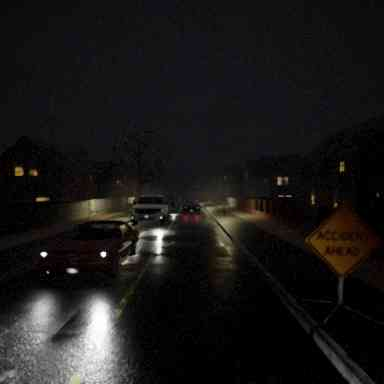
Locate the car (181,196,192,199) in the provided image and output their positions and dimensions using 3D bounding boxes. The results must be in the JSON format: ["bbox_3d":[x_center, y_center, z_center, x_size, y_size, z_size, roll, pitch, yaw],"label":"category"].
[{"bbox_3d":[-0.125,1.635,47.048,1.994,1.385,4.181,0,0,-1],"label":"car"}]

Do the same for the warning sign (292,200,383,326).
[{"bbox_3d":[2.539,1.108,5.637,1.300,1.860,1.060,2,2,0],"label":"warning sign"}]

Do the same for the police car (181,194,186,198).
[{"bbox_3d":[-0.848,1.691,75.982,1.930,1.638,5.238,0,-1,-5],"label":"police car"}]

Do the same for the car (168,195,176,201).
[{"bbox_3d":[-4.739,1.452,79.112,1.812,1.442,4.674,0,-1,-6],"label":"car"}]

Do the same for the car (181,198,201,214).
[{"bbox_3d":[-0.011,1.623,35.600,1.895,1.301,4.718,0,0,0],"label":"car"}]

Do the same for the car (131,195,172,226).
[{"bbox_3d":[-2.882,1.215,23.830,2.150,2.045,5.566,0,0,0],"label":"car"}]

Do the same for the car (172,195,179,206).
[{"bbox_3d":[-2.820,1.192,39.435,1.837,1.490,4.892,0,0,0],"label":"car"}]

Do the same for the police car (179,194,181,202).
[{"bbox_3d":[-1.888,1.799,85.993,1.930,1.638,5.238,0,-1,-7],"label":"police car"}]

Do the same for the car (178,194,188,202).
[{"bbox_3d":[-2.628,1.670,91.908,2.150,2.045,5.566,0,-1,-8],"label":"car"}]

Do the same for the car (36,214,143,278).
[{"bbox_3d":[-2.870,1.589,10.197,1.895,1.301,4.718,0,0,0],"label":"car"}]
